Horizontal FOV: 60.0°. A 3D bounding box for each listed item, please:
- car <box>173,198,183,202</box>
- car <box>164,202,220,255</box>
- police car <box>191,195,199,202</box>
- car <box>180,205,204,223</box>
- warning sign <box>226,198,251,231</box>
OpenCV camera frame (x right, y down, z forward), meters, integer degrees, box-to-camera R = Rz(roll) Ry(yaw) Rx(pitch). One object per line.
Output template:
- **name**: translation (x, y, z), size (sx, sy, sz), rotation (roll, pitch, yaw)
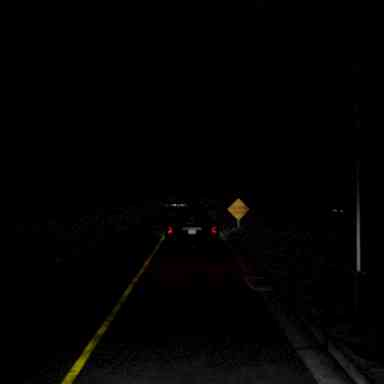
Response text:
- **car**: translation (-2.978, 1.969, 70.971), size (2.033, 1.411, 5.357), rotation (0, 0, 0)
- **car**: translation (0.006, 1.479, 14.073), size (2.097, 1.767, 4.553), rotation (0, -1, 0)
- **police car**: translation (0.929, 1.973, 94.521), size (1.930, 1.638, 5.238), rotation (0, 0, 0)
- **car**: translation (0.010, 1.840, 29.107), size (1.895, 1.301, 4.718), rotation (0, 0, 0)
- **warning sign**: translation (2.719, 1.287, 19.419), size (1.300, 1.860, 1.060), rotation (0, -1, 0)
